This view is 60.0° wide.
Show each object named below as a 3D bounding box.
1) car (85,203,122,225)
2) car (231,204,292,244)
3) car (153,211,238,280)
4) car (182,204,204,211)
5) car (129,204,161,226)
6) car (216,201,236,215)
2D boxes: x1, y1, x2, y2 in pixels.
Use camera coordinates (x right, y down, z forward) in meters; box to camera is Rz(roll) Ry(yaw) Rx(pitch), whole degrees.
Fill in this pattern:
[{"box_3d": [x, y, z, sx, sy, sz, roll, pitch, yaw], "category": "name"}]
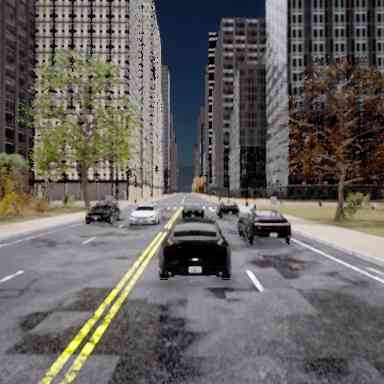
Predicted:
[{"box_3d": [-6.599, 1.595, 25.170, 1.837, 1.490, 4.892, 0, 0, 0], "category": "car"}, {"box_3d": [3.344, 1.551, 16.015, 2.128, 1.511, 4.902, 0, 0, 0], "category": "car"}, {"box_3d": [0.083, 1.545, 10.088, 1.837, 1.490, 4.892, 0, 0, 0], "category": "car"}, {"box_3d": [0.094, 1.707, 30.138, 1.895, 1.301, 4.718, 0, 0, 0], "category": "car"}, {"box_3d": [-3.350, 1.613, 24.322, 1.812, 1.442, 4.674, 0, 0, 0], "category": "car"}, {"box_3d": [3.344, 1.601, 31.299, 2.128, 1.511, 4.902, 0, 0, 0], "category": "car"}]
